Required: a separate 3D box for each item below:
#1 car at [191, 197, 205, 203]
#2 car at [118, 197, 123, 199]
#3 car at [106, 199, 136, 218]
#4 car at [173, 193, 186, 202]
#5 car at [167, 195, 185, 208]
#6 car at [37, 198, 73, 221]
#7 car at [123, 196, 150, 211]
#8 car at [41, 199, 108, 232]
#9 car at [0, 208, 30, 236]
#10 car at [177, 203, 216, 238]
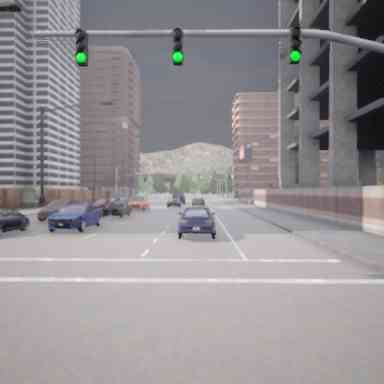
[{"bbox_3d":[0.921,1.424,47.584,2.128,1.511,4.902,0,0,1],"label":"car"},{"bbox_3d":[-9.612,1.411,46.458,1.882,1.535,5.008,0,0,1],"label":"car"},{"bbox_3d":[-6.625,1.559,29.413,1.895,1.301,4.718,0,0,2],"label":"car"},{"bbox_3d":[-2.310,1.138,58.095,2.150,2.045,5.566,0,0,1],"label":"car"},{"bbox_3d":[-2.487,1.533,47.347,1.895,1.301,4.718,0,0,2],"label":"car"},{"bbox_3d":[-10.220,1.315,26.155,2.097,1.767,4.553,0,0,2],"label":"car"},{"bbox_3d":[-6.315,1.296,39.218,2.097,1.767,4.553,0,0,2],"label":"car"},{"bbox_3d":[-6.872,1.449,20.071,1.882,1.535,5.008,0,0,1],"label":"car"},{"bbox_3d":[-10.430,1.539,17.597,1.994,1.385,4.181,0,0,1],"label":"car"},{"bbox_3d":[0.259,1.501,17.401,1.812,1.442,4.674,0,0,1],"label":"car"}]
